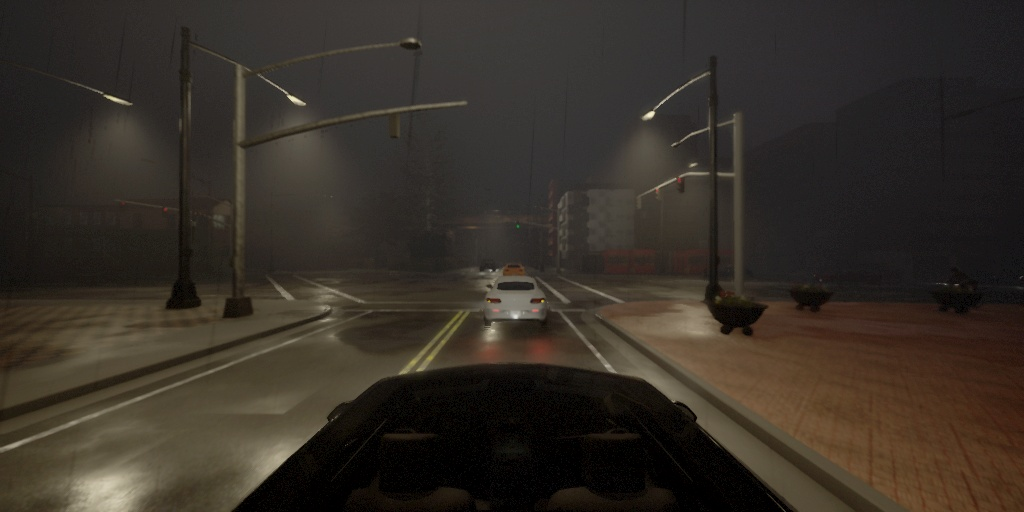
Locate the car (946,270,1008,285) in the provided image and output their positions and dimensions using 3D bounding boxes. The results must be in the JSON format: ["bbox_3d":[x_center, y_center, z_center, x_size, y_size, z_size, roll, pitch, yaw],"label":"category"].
[{"bbox_3d":[45.241,2.072,34.929,4.181,1.385,1.994,1,0,0],"label":"car"}]

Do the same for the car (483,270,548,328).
[{"bbox_3d":[0.123,1.336,11.591,1.812,1.442,4.674,0,0,1],"label":"car"}]

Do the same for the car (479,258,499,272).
[{"bbox_3d":[-3.486,1.274,52.471,2.150,2.045,5.566,0,0,1],"label":"car"}]

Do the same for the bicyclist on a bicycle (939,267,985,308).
[{"bbox_3d":[18.513,1.298,14.866,0.582,1.620,1.656,1,-1,0],"label":"bicyclist on a bicycle"}]

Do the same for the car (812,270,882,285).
[{"bbox_3d":[29.232,1.850,31.404,4.718,1.301,1.895,1,0,0],"label":"car"}]

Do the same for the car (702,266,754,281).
[{"bbox_3d":[20.965,1.676,34.856,4.674,1.442,1.812,1,0,-1],"label":"car"}]

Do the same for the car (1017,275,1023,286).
[{"bbox_3d":[47.644,1.939,31.420,4.553,1.767,2.097,1,0,0],"label":"car"}]

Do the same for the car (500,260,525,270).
[{"bbox_3d":[0.156,1.438,33.192,1.882,1.535,5.008,0,0,0],"label":"car"}]
